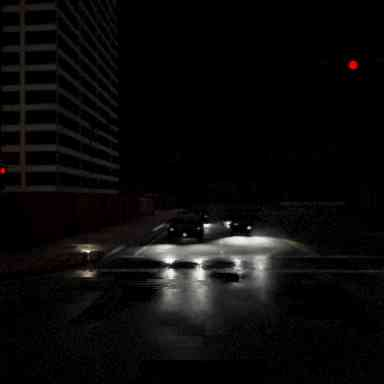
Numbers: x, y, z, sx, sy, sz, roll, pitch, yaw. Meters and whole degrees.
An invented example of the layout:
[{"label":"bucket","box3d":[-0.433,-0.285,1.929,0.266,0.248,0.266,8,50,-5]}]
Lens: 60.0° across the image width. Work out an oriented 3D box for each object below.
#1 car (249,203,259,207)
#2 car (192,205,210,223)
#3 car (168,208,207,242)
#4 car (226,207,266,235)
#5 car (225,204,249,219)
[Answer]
[{"label":"car","box3d":[9.018,2.349,49.616,1.994,1.385,4.181,-1,-1,4]},{"label":"car","box3d":[0.646,2.076,31.786,1.837,1.490,4.892,-1,0,4]},{"label":"car","box3d":[-0.231,1.877,18.776,1.812,1.442,4.674,-1,-1,3]},{"label":"car","box3d":[3.414,1.908,21.072,1.994,1.385,4.181,-1,-1,4]},{"label":"car","box3d":[4.337,2.119,34.326,2.033,1.411,5.357,-1,-1,4]}]
